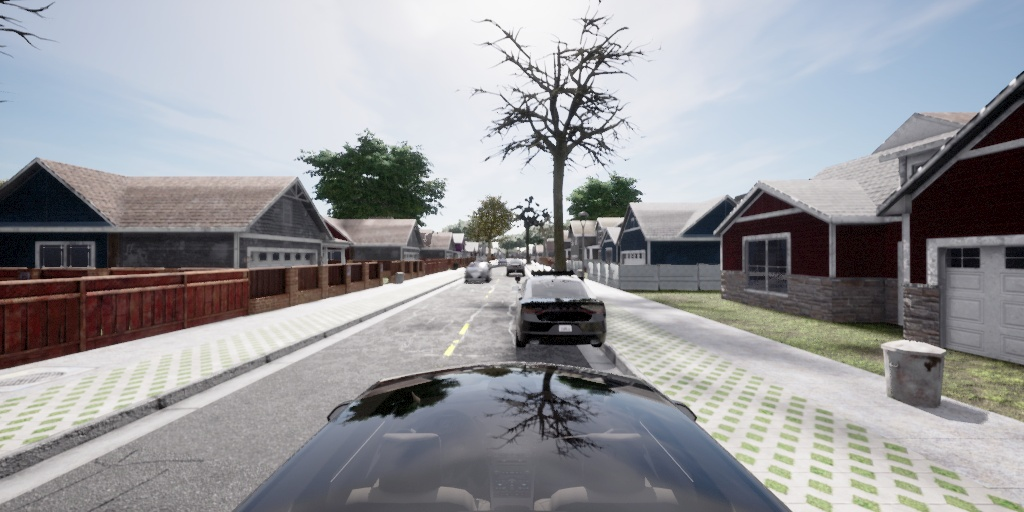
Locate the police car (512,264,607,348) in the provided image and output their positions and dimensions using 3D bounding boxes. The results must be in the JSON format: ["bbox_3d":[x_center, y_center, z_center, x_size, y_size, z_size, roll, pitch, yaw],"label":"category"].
[{"bbox_3d":[1.038,1.173,9.410,1.930,1.638,5.238,0,0,1],"label":"police car"}]

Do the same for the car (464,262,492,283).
[{"bbox_3d":[-2.608,1.229,28.227,2.128,1.511,4.902,0,0,1],"label":"car"}]

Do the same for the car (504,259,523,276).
[{"bbox_3d":[0.390,1.233,36.890,1.837,1.490,4.892,0,0,1],"label":"car"}]
